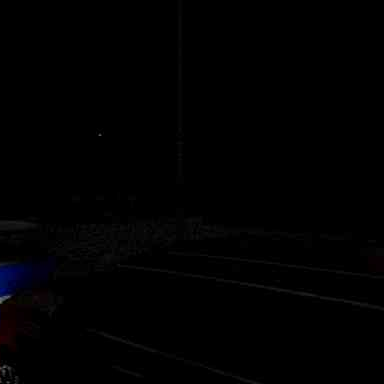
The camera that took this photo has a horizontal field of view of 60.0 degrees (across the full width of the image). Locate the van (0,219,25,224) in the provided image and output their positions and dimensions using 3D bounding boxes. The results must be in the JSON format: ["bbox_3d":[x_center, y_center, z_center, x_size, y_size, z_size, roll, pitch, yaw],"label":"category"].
[{"bbox_3d":[-4.192,1.340,5.953,3.998,1.788,1.690,0,0,36],"label":"van"}]

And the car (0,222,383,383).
[{"bbox_3d":[0.235,1.315,2.795,5.009,1.841,2.192,0,0,36],"label":"car"}]
